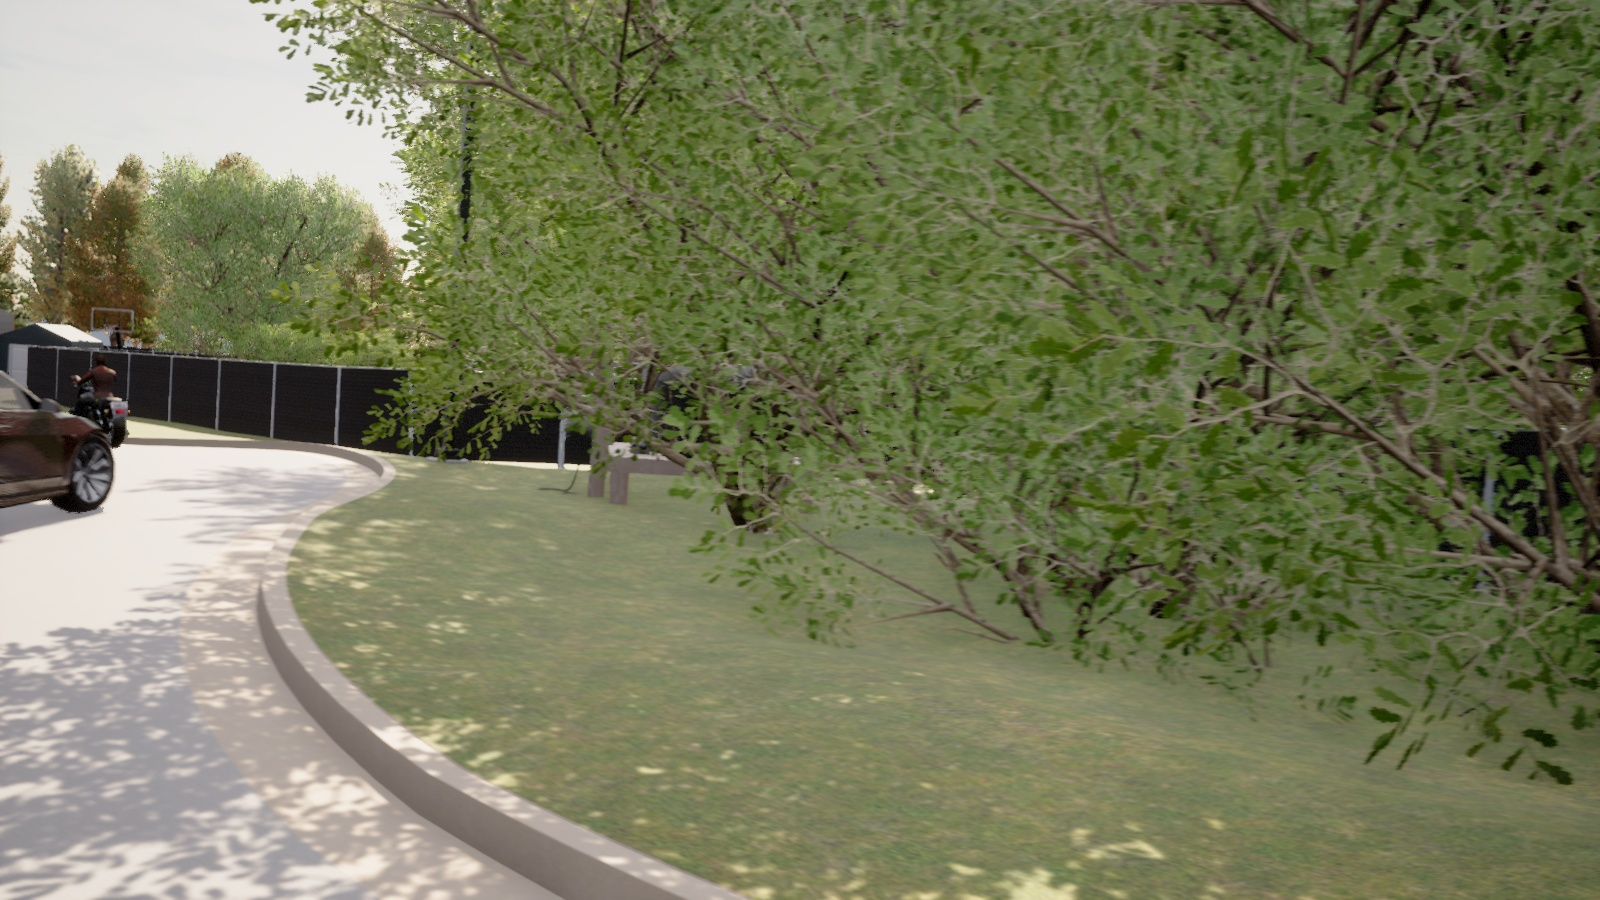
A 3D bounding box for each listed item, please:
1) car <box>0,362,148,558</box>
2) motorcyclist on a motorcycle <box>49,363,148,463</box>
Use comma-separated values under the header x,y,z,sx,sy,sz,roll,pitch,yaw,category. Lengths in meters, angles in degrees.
x,y,z,sx,sy,sz,roll,pitch,yaw,category
-7.268,0.032,9.947,2.163,1.488,4.792,2,3,-7,car
-12.147,-0.606,21.713,2.350,1.649,0.766,-1,1,43,motorcyclist on a motorcycle
